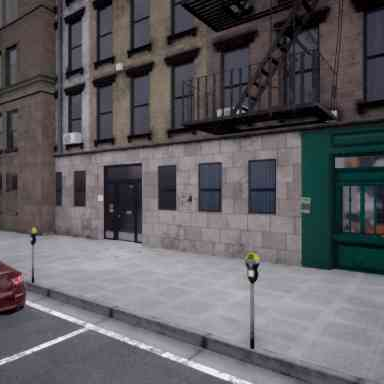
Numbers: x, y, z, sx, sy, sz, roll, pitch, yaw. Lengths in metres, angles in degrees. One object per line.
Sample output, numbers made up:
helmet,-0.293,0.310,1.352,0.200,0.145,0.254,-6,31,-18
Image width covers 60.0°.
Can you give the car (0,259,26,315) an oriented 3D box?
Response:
car,-4.723,1.582,6.212,4.206,1.307,1.802,0,0,36
